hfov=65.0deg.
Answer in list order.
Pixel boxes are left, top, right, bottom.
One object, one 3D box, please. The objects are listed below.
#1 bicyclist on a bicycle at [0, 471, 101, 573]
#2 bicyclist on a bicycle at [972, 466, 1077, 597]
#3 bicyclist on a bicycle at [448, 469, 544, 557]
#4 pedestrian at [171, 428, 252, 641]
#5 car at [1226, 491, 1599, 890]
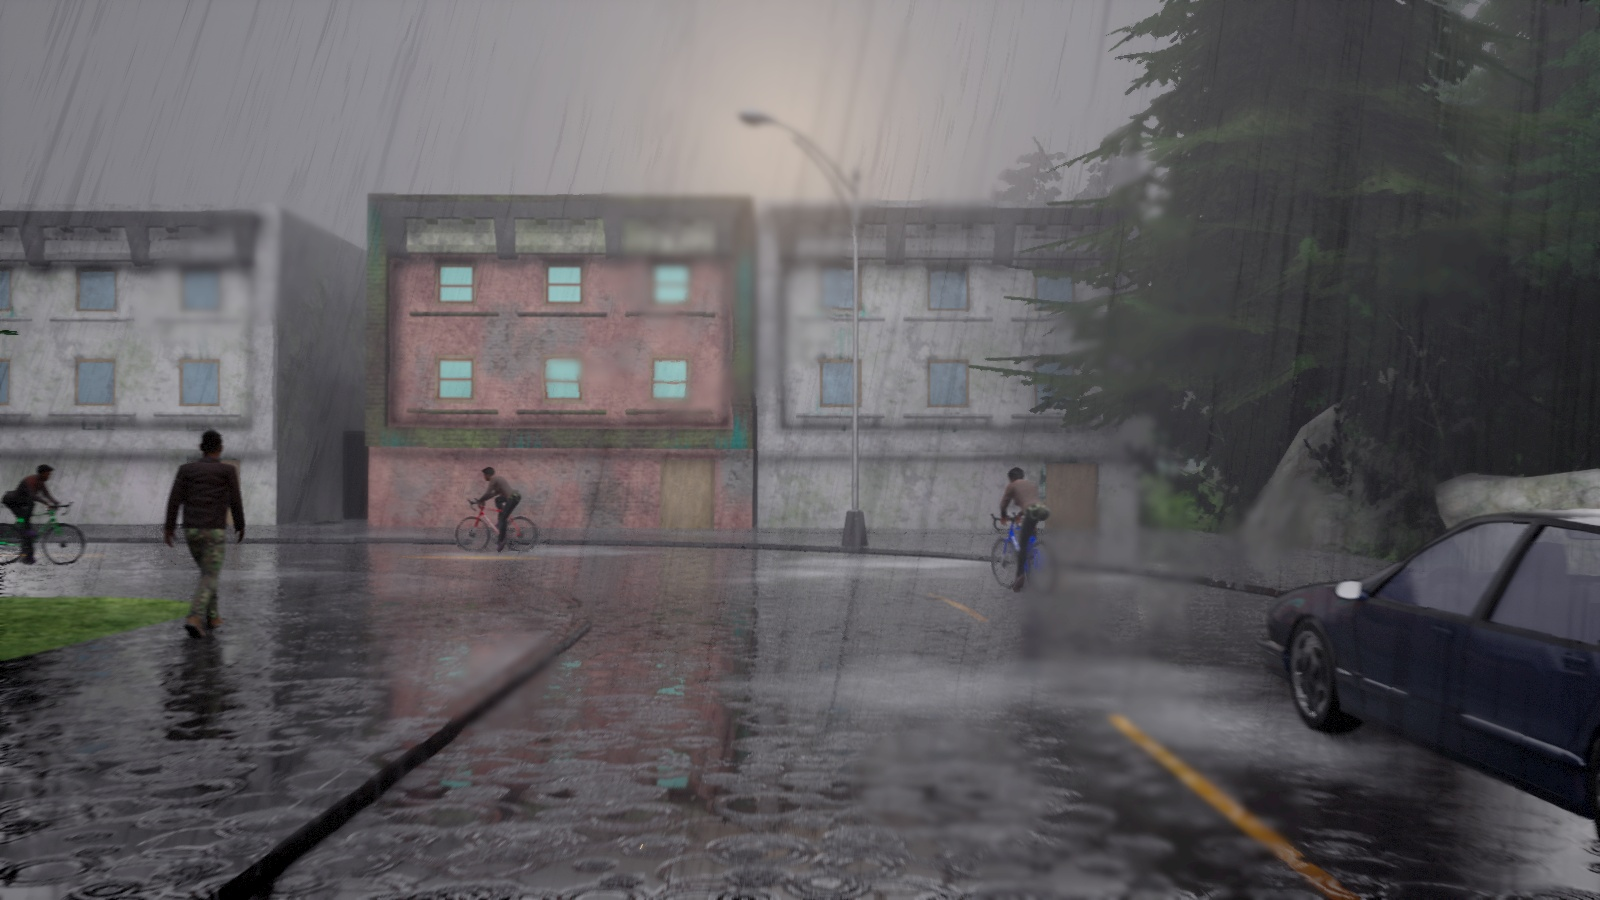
[{"bbox_3d":[-12.288,1.156,20.272,1.656,1.620,0.582,0,-1,0],"label":"bicyclist on a bicycle"},{"bbox_3d":[2.914,1.034,16.471,0.582,1.620,1.656,-1,-1,-20],"label":"bicyclist on a bicycle"},{"bbox_3d":[-5.767,1.191,23.820,1.656,1.620,0.582,-1,0,11],"label":"bicyclist on a bicycle"},{"bbox_3d":[-5.245,0.733,11.213,0.431,1.840,0.703,0,-1,-4],"label":"pedestrian"},{"bbox_3d":[3.982,0.947,6.020,2.033,1.411,5.357,0,-1,0],"label":"car"}]
